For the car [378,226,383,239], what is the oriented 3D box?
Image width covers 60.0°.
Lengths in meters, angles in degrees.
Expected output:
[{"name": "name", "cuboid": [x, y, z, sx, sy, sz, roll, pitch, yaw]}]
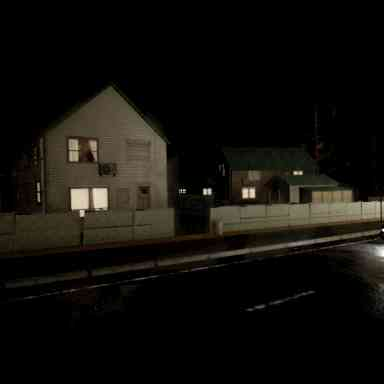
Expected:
[{"name": "car", "cuboid": [10.666, 1.541, 15.147, 5.357, 1.411, 2.033, 0, 0, -35]}]
